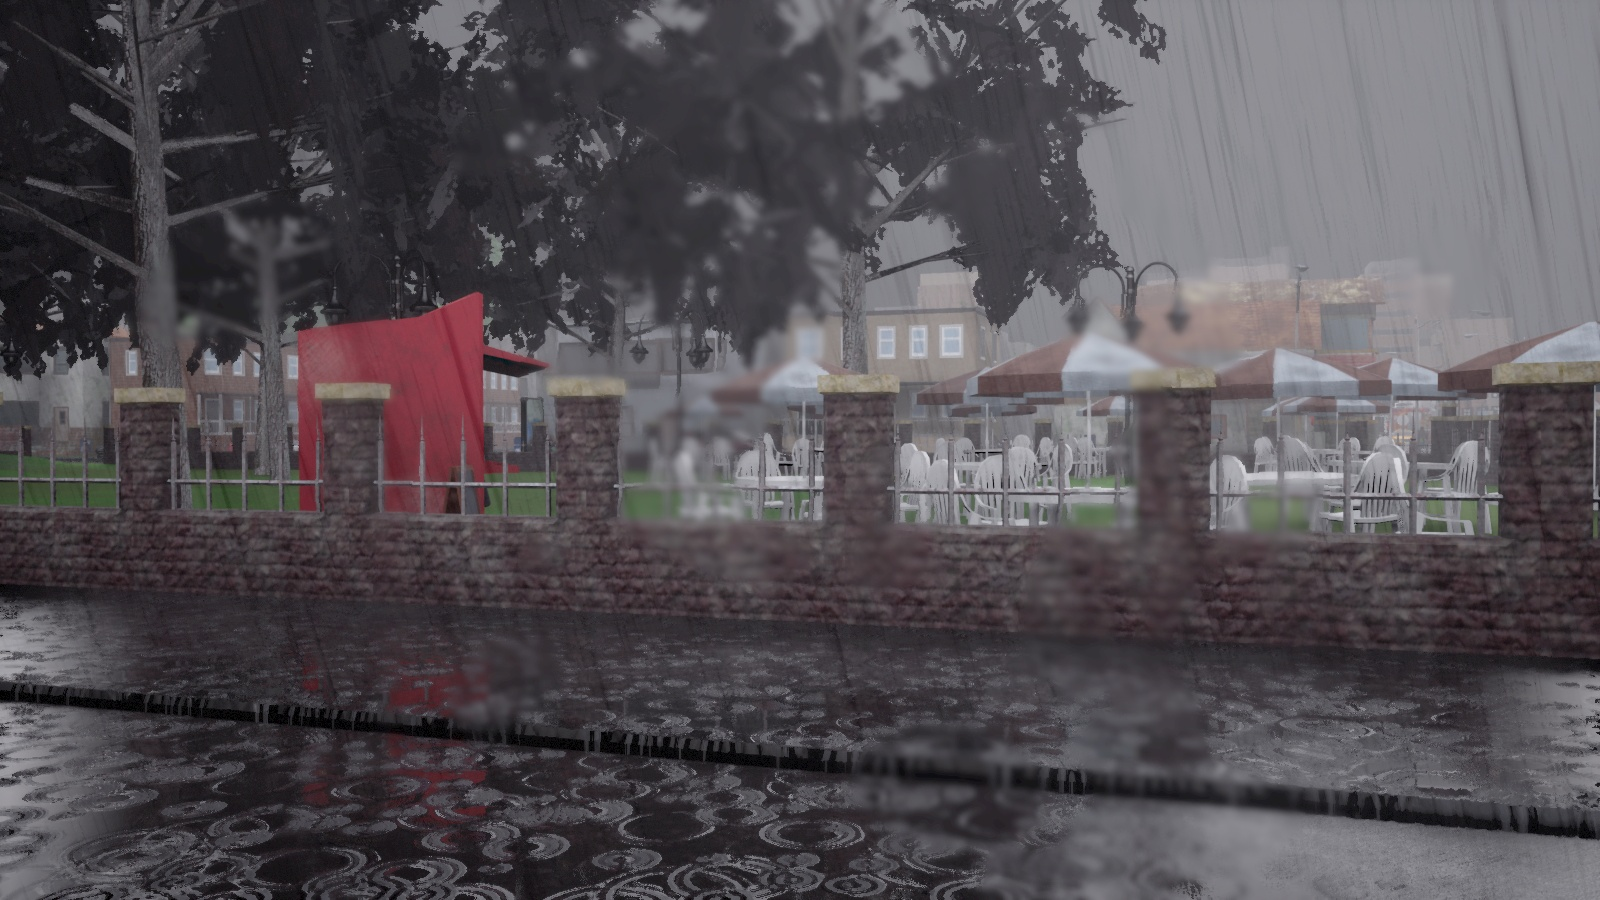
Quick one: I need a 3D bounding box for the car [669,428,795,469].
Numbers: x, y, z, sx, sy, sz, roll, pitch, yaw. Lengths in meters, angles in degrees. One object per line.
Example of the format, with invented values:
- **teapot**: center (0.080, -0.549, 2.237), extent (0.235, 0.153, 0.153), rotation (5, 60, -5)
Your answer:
- **car**: center (-2.834, -0.093, 52.428), extent (4.856, 1.649, 2.033), rotation (1, 1, 19)
